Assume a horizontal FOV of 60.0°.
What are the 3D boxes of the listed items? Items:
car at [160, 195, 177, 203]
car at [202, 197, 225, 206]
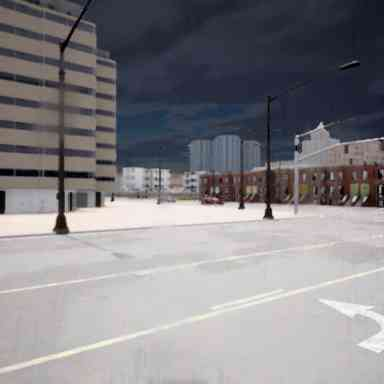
[{"bbox_3d":[-5.193,1.537,71.406,2.097,1.767,4.553,0,0,-36],"label":"car"},{"bbox_3d":[3.714,1.669,58.891,1.882,1.535,5.008,0,0,-35],"label":"car"}]
